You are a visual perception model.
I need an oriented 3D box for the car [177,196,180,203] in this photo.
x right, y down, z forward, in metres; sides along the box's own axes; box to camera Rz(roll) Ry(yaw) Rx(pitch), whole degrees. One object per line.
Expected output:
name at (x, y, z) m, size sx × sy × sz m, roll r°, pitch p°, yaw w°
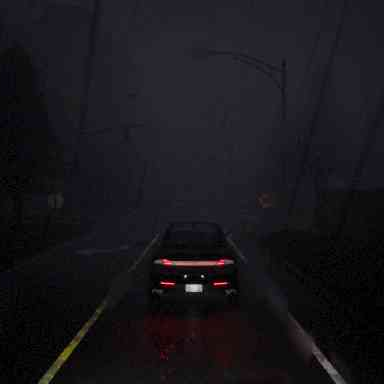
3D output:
car at (-3.569, 1.477, 57.292) m, size 1.882 × 1.535 × 5.008 m, roll 0°, pitch 0°, yaw 0°

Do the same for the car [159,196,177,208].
car at (-3.584, 1.547, 47.325) m, size 2.033 × 1.411 × 5.357 m, roll 0°, pitch 0°, yaw 0°

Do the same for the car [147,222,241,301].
car at (0.055, 1.491, 8.322) m, size 2.128 × 1.511 × 4.902 m, roll 0°, pitch 0°, yaw 0°

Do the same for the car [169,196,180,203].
car at (-3.508, 1.504, 67.578) m, size 1.837 × 1.490 × 4.892 m, roll 0°, pitch 0°, yaw 0°

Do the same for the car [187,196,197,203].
car at (0.010, 1.491, 69.553) m, size 2.128 × 1.511 × 4.902 m, roll 0°, pitch 0°, yaw 0°
